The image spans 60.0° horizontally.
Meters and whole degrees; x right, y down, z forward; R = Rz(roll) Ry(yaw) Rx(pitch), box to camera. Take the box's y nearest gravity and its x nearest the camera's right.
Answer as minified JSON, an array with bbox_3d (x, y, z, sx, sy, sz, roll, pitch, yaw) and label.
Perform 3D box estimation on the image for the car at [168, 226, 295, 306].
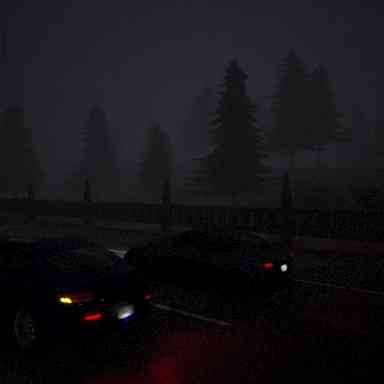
[{"bbox_3d":[0.291,1.534,8.081,4.181,1.385,1.994,0,0,35],"label":"car"}]

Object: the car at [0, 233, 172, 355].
[{"bbox_3d":[-2.797,1.487,5.986,4.674,1.442,1.812,0,0,36],"label":"car"}]
